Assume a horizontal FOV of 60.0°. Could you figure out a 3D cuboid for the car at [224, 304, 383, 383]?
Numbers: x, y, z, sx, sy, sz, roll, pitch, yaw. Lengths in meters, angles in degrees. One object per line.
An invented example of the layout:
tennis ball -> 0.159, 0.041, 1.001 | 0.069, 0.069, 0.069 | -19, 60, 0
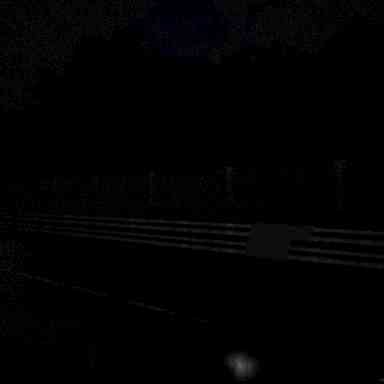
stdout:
car -> 2.528, 1.484, 2.204 | 4.902, 1.511, 2.128 | -1, 0, 35
